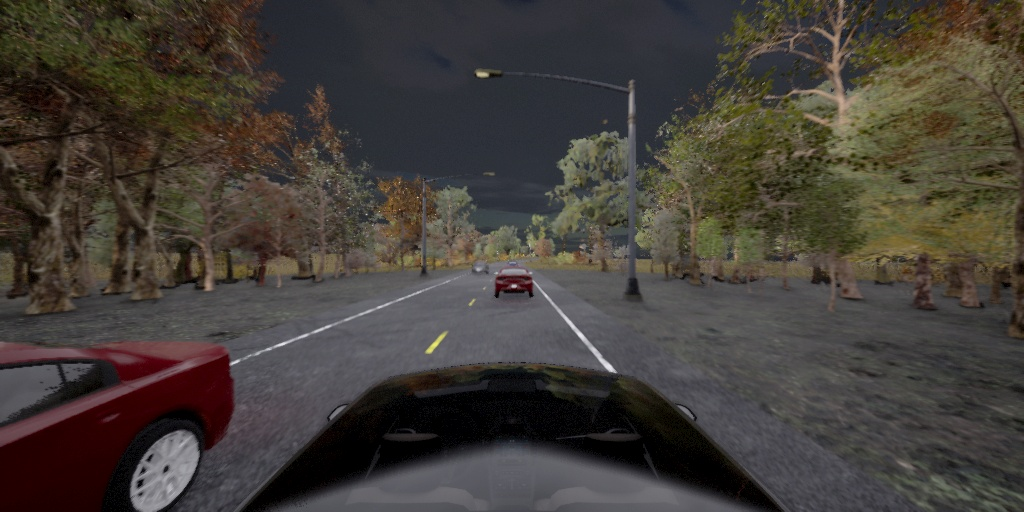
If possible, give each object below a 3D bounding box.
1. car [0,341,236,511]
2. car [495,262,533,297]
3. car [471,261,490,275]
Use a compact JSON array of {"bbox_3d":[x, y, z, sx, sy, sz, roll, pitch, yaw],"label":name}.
[{"bbox_3d":[-3.599,1.227,1.343,1.882,1.535,5.008,0,0,0],"label":"car"},{"bbox_3d":[0.099,1.277,19.478,1.882,1.535,5.008,0,0,0],"label":"car"},{"bbox_3d":[-3.577,1.351,41.208,2.128,1.511,4.902,0,0,0],"label":"car"}]
